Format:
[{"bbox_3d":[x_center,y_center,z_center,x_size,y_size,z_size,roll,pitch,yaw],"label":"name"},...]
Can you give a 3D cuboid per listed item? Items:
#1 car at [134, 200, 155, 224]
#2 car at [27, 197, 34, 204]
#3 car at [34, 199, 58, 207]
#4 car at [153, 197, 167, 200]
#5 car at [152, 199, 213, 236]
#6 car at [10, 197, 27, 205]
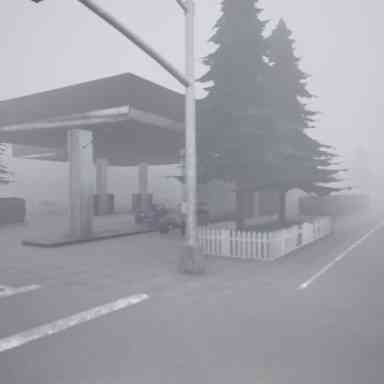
[{"bbox_3d":[-2.546,1.775,27.051,2.242,1.667,4.611,-1,0,34],"label":"car"},{"bbox_3d":[-39.334,2.065,79.210,4.605,1.855,1.932,-1,0,34],"label":"car"},{"bbox_3d":[-27.558,2.057,63.570,4.514,1.523,2.007,-1,0,34],"label":"car"},{"bbox_3d":[-8.950,1.985,77.361,5.027,1.636,2.152,-1,0,34],"label":"car"},{"bbox_3d":[-0.279,1.545,20.291,1.905,1.878,3.866,-1,0,34],"label":"car"},{"bbox_3d":[-40.617,2.042,76.571,3.866,1.878,1.905,-1,0,34],"label":"car"}]
